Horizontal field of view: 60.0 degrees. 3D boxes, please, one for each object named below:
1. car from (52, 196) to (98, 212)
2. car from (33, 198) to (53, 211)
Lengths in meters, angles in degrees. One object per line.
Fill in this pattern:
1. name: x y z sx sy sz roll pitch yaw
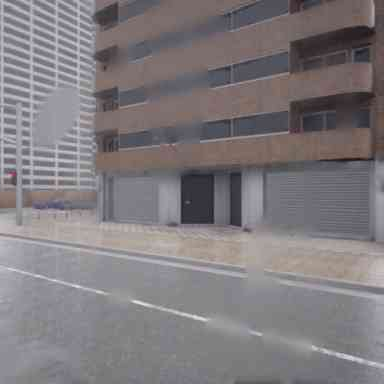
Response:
1. car: -13.854 1.564 39.566 1.994 1.385 4.181 0 0 35
2. car: -17.052 1.477 41.096 1.882 1.535 5.008 0 0 35
